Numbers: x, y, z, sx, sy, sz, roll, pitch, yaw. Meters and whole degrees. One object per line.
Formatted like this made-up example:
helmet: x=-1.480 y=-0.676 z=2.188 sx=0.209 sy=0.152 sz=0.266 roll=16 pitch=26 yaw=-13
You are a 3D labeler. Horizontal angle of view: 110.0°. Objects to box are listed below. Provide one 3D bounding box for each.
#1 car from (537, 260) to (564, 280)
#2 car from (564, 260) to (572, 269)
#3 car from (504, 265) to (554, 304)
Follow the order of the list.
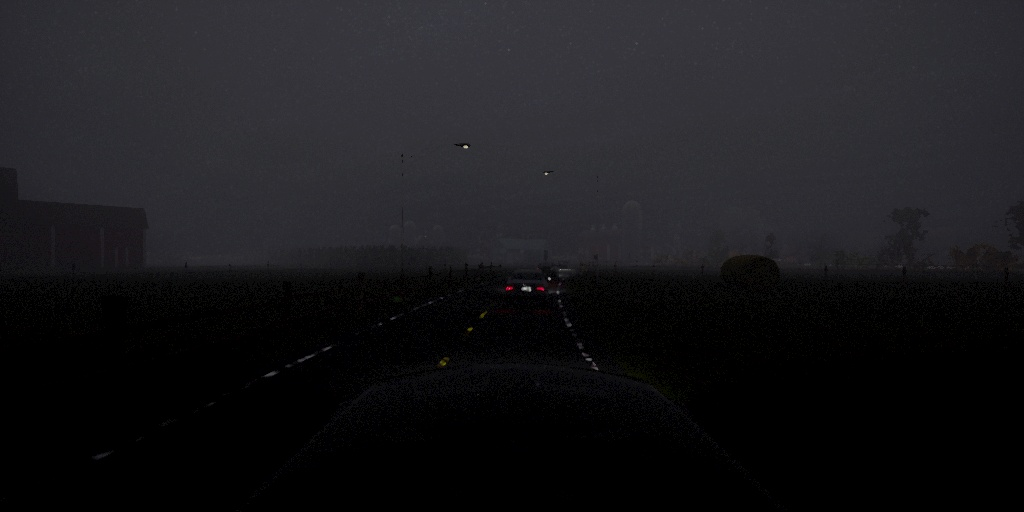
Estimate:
car: x=3.030 y=1.250 z=30.976 sx=2.128 sy=1.511 sz=4.902 roll=0 pitch=0 yaw=12
car: x=8.317 y=1.339 z=57.585 sx=1.837 sy=1.490 sz=4.892 roll=0 pitch=0 yaw=22
car: x=0.758 y=1.312 z=16.298 sx=2.033 sy=1.411 sz=5.357 roll=0 pitch=0 yaw=6
